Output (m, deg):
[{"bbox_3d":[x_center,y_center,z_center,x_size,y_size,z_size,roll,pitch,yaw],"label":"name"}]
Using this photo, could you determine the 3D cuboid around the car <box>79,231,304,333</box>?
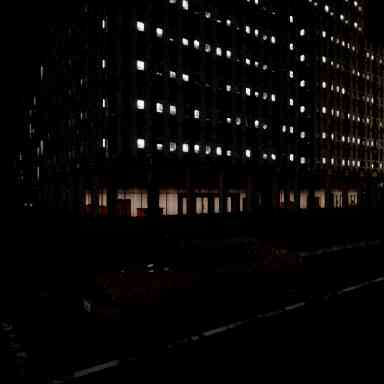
[{"bbox_3d":[0.275,1.525,6.757,4.829,1.417,1.752,0,0,-36],"label":"car"}]
